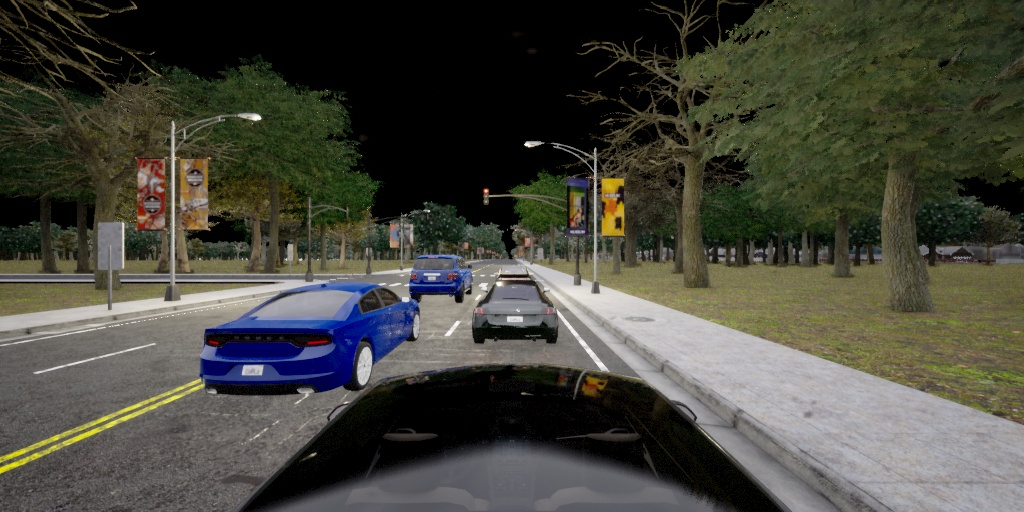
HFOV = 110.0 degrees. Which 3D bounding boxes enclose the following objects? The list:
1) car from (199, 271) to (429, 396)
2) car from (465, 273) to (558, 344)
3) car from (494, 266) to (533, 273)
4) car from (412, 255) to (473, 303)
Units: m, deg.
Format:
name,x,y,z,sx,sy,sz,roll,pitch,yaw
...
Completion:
name,x,y,z,sx,sy,sz,roll,pitch,yaw
car,-3.149,1.228,6.805,1.882,1.535,5.008,0,0,0
car,0.094,1.315,9.631,1.994,1.385,4.181,0,0,1
car,0.099,1.244,18.533,2.128,1.511,4.902,0,0,0
car,-3.151,0.974,16.791,2.150,2.045,5.566,0,0,0
